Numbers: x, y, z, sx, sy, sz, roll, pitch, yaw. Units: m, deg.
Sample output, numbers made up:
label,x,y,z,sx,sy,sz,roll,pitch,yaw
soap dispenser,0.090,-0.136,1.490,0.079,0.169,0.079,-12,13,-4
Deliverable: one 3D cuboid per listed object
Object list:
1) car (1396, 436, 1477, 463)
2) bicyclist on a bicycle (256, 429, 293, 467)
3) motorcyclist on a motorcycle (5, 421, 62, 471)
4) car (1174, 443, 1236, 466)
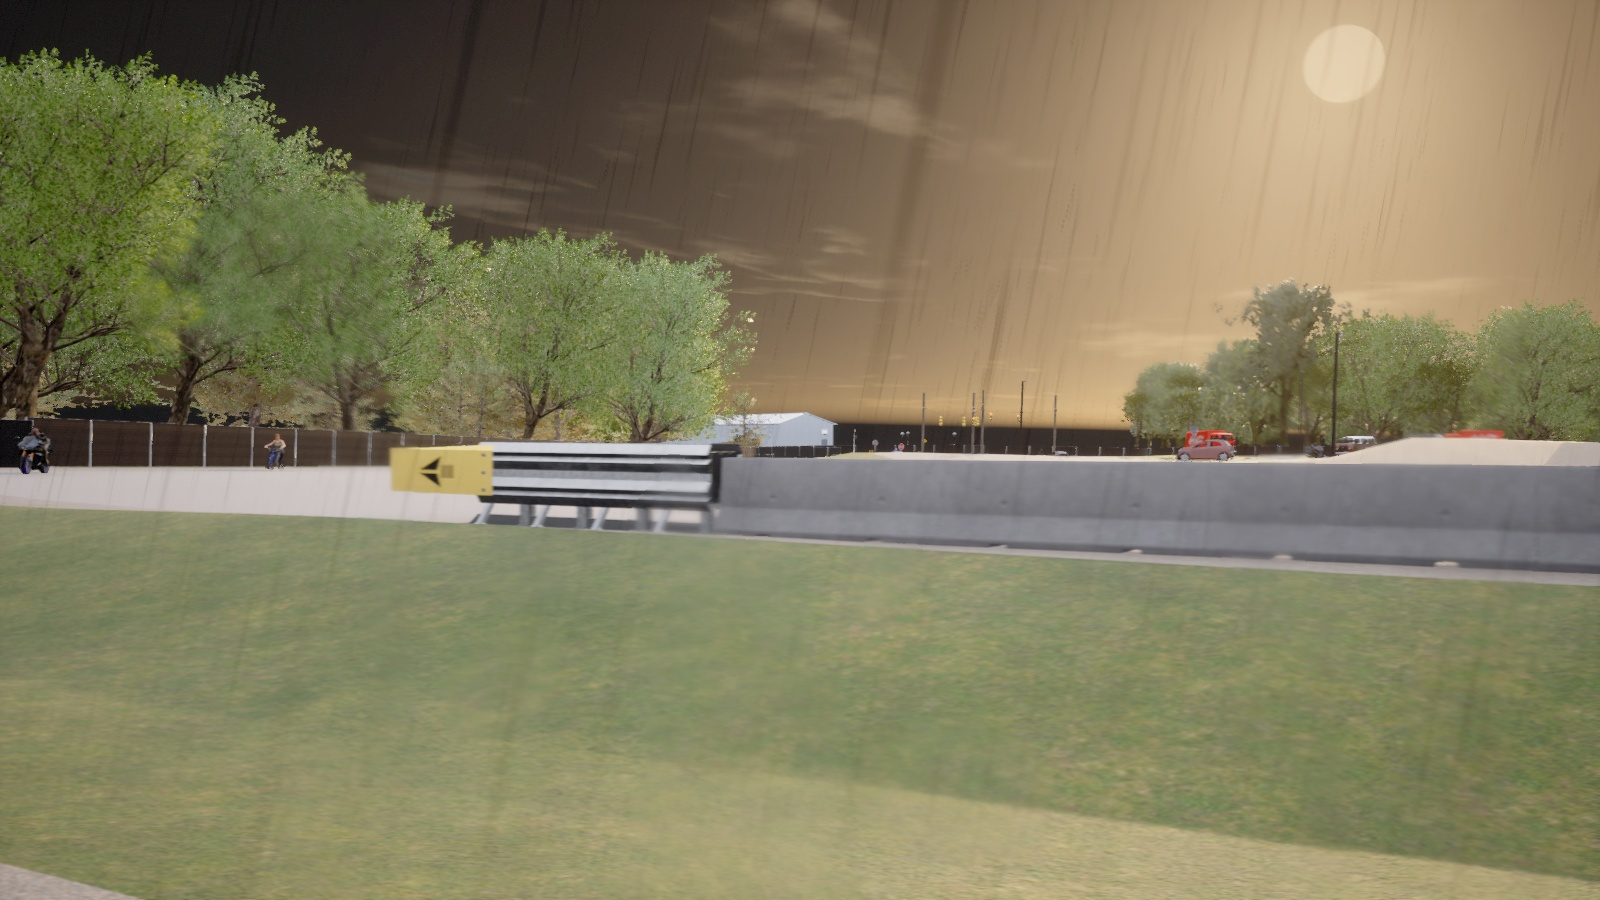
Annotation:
label,x,y,z,sx,sy,sz,roll,pitch,yaw
car,44.359,-0.010,87.612,2.097,1.767,4.553,1,-2,-36
bicyclist on a bicycle,-22.647,-0.078,54.175,0.866,1.612,1.509,3,0,2
motorcyclist on a motorcycle,-24.611,-0.125,40.352,0.866,1.530,2.191,2,0,-13
car,27.103,0.327,84.068,3.633,1.501,1.845,-1,-1,28
